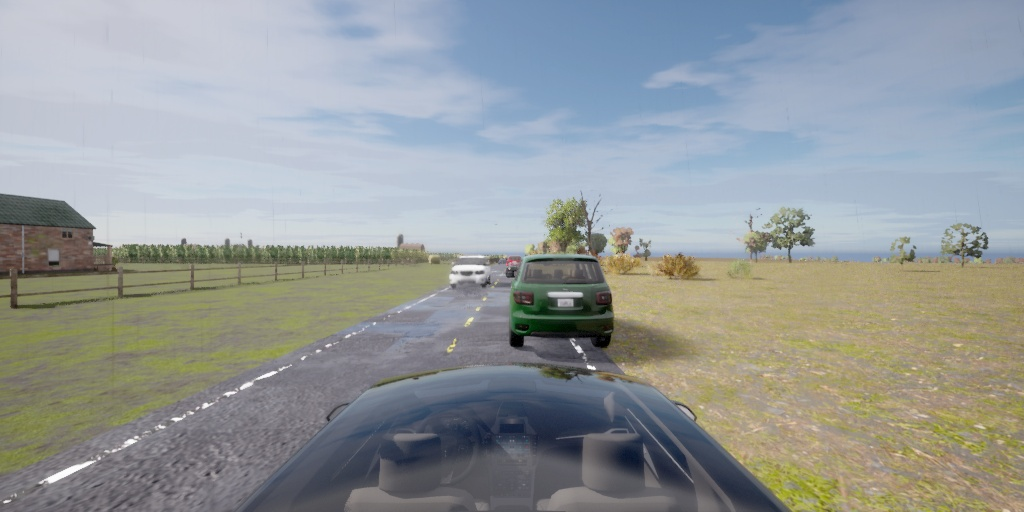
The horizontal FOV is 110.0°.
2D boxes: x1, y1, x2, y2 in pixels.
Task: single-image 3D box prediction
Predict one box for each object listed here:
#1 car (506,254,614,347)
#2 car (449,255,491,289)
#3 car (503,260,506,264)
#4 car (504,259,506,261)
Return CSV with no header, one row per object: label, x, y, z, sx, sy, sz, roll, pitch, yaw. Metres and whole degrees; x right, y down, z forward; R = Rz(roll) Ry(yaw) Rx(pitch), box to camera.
car,1.028,0.972,9.427,2.150,2.045,5.566,0,0,0
car,-2.583,0.965,23.300,2.150,2.045,5.566,0,0,0
car,0.360,1.339,38.465,1.895,1.301,4.718,0,0,1
car,0.389,0.956,48.780,2.150,2.045,5.566,0,0,1
